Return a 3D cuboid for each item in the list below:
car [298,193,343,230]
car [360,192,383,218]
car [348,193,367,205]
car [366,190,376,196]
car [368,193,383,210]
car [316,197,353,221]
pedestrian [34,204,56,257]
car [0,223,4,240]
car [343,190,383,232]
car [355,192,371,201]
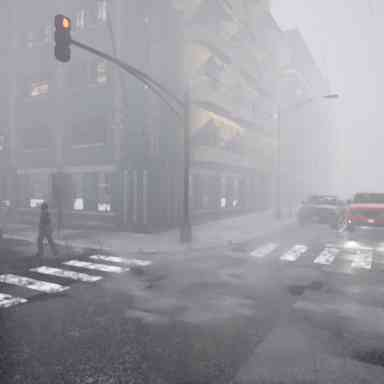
[{"bbox_3d":[7.667,1.030,19.446,2.192,1.841,5.009,2,2,30],"label":"car"},{"bbox_3d":[14.565,0.955,26.096,2.097,1.767,4.553,1,1,31],"label":"car"},{"bbox_3d":[21.700,0.877,43.509,1.947,1.339,4.313,2,2,30],"label":"car"},{"bbox_3d":[44.155,0.252,82.002,1.802,1.307,4.206,2,2,30],"label":"car"},{"bbox_3d":[19.698,0.949,34.761,2.128,1.511,4.902,1,1,30],"label":"car"},{"bbox_3d":[10.471,1.179,24.263,1.887,1.381,4.507,2,2,30],"label":"car"},{"bbox_3d":[-5.016,1.289,11.355,0.375,1.860,0.375,1,1,31],"label":"pedestrian"},{"bbox_3d":[-10.065,1.576,14.760,4.206,1.307,1.802,0,0,31],"label":"car"},{"bbox_3d":[9.698,0.962,17.856,2.150,2.045,5.566,1,1,30],"label":"car"},{"bbox_3d":[27.313,0.716,53.132,1.947,1.339,4.313,2,2,30],"label":"car"}]
